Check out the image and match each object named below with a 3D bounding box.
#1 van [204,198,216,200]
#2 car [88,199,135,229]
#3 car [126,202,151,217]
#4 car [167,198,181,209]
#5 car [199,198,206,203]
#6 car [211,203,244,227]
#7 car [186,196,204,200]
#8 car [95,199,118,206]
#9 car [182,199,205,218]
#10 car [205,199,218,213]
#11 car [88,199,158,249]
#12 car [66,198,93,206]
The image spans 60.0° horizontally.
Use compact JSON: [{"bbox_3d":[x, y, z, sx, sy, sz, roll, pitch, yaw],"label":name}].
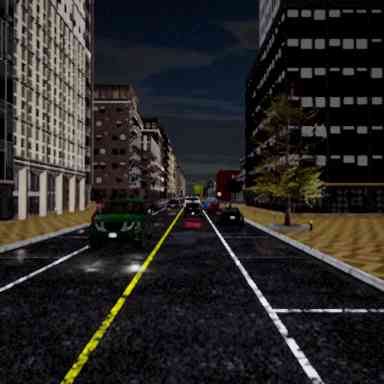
[{"bbox_3d":[2.721,1.718,46.856,1.690,1.788,3.998,0,0,0],"label":"van"},{"bbox_3d":[-5.654,1.503,24.137,2.192,1.841,5.009,0,0,0],"label":"car"},{"bbox_3d":[-5.642,1.826,35.514,1.887,1.381,4.507,0,0,0],"label":"car"},{"bbox_3d":[-2.987,1.965,54.246,1.812,1.442,4.674,0,-1,1],"label":"car"},{"bbox_3d":[2.809,2.308,91.810,1.752,1.417,4.829,0,-1,0],"label":"car"},{"bbox_3d":[2.692,1.754,24.099,1.947,1.339,4.313,0,0,0],"label":"car"},{"bbox_3d":[0.083,1.573,43.955,2.150,2.045,5.566,0,0,1],"label":"car"},{"bbox_3d":[-17.380,2.082,67.691,4.206,1.307,1.802,0,-1,0],"label":"car"},{"bbox_3d":[0.122,1.770,33.490,1.837,1.490,4.892,0,0,1],"label":"car"},{"bbox_3d":[2.713,1.910,41.165,1.802,1.307,4.206,0,0,0],"label":"car"},{"bbox_3d":[-3.089,1.343,15.603,2.150,2.045,5.566,0,-1,-1],"label":"car"},{"bbox_3d":[-22.873,2.014,67.685,4.829,1.417,1.752,0,-1,0],"label":"car"}]
